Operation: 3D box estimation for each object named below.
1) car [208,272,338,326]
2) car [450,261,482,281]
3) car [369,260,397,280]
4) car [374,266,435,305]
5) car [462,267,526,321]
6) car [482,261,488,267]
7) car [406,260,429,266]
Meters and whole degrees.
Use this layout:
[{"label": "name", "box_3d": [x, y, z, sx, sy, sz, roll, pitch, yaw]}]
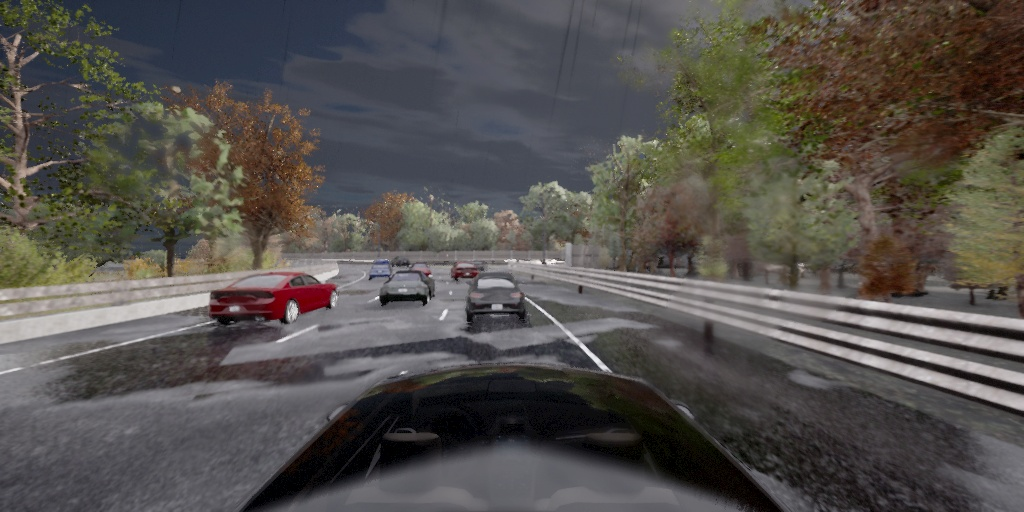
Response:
[{"label": "car", "box_3d": [-7.580, 1.259, 12.008, 1.882, 1.535, 5.008, 0, 0, -5]}, {"label": "car", "box_3d": [-4.139, 1.252, 30.561, 1.882, 1.535, 5.008, 0, 0, -15]}, {"label": "car", "box_3d": [-11.645, 1.350, 31.993, 2.033, 1.411, 5.357, 0, 0, -17]}, {"label": "car", "box_3d": [-4.591, 1.336, 16.191, 1.994, 1.385, 4.181, 0, 0, -8]}, {"label": "car", "box_3d": [-0.605, 1.281, 12.438, 1.812, 1.442, 4.674, 0, 0, -5]}, {"label": "car", "box_3d": [-4.175, 1.304, 45.404, 1.812, 1.442, 4.674, 0, 0, 4]}, {"label": "car", "box_3d": [-9.105, 1.358, 35.250, 1.994, 1.385, 4.181, 0, 0, -18]}]
